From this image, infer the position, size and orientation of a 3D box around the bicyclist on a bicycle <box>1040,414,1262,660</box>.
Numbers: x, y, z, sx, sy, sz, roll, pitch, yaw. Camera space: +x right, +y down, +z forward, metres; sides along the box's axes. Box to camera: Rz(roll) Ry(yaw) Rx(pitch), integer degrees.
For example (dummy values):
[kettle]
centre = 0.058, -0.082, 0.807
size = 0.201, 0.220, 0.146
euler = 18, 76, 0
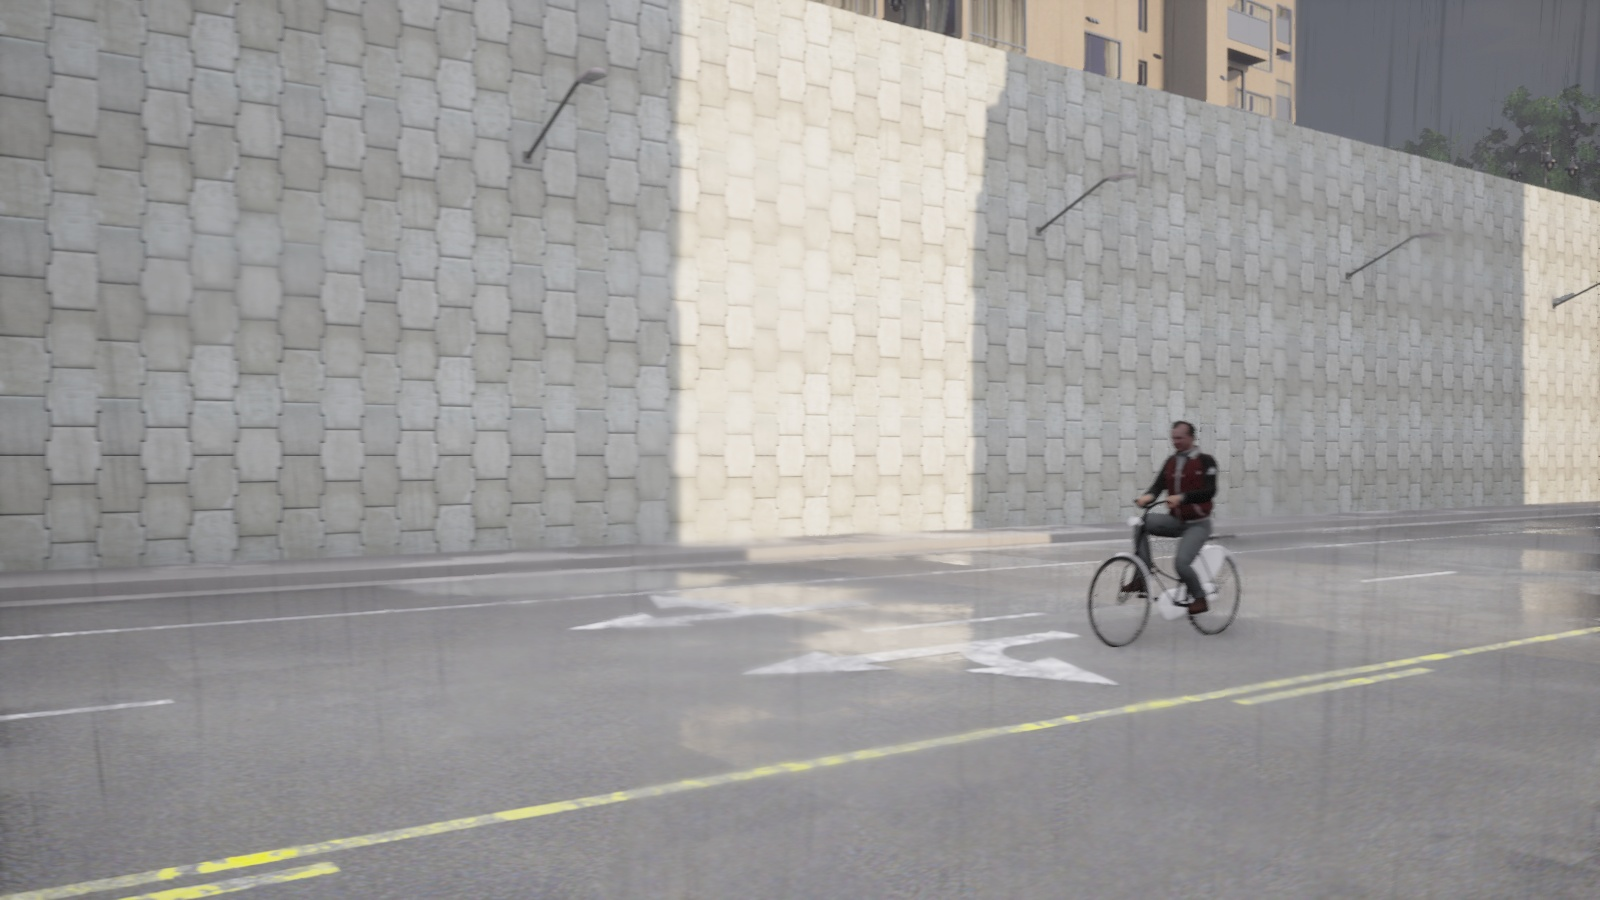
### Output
[bicyclist on a bicycle]
centre = 2.778, 0.634, 9.857
size = 1.843, 1.776, 0.659
euler = 0, 0, -35
